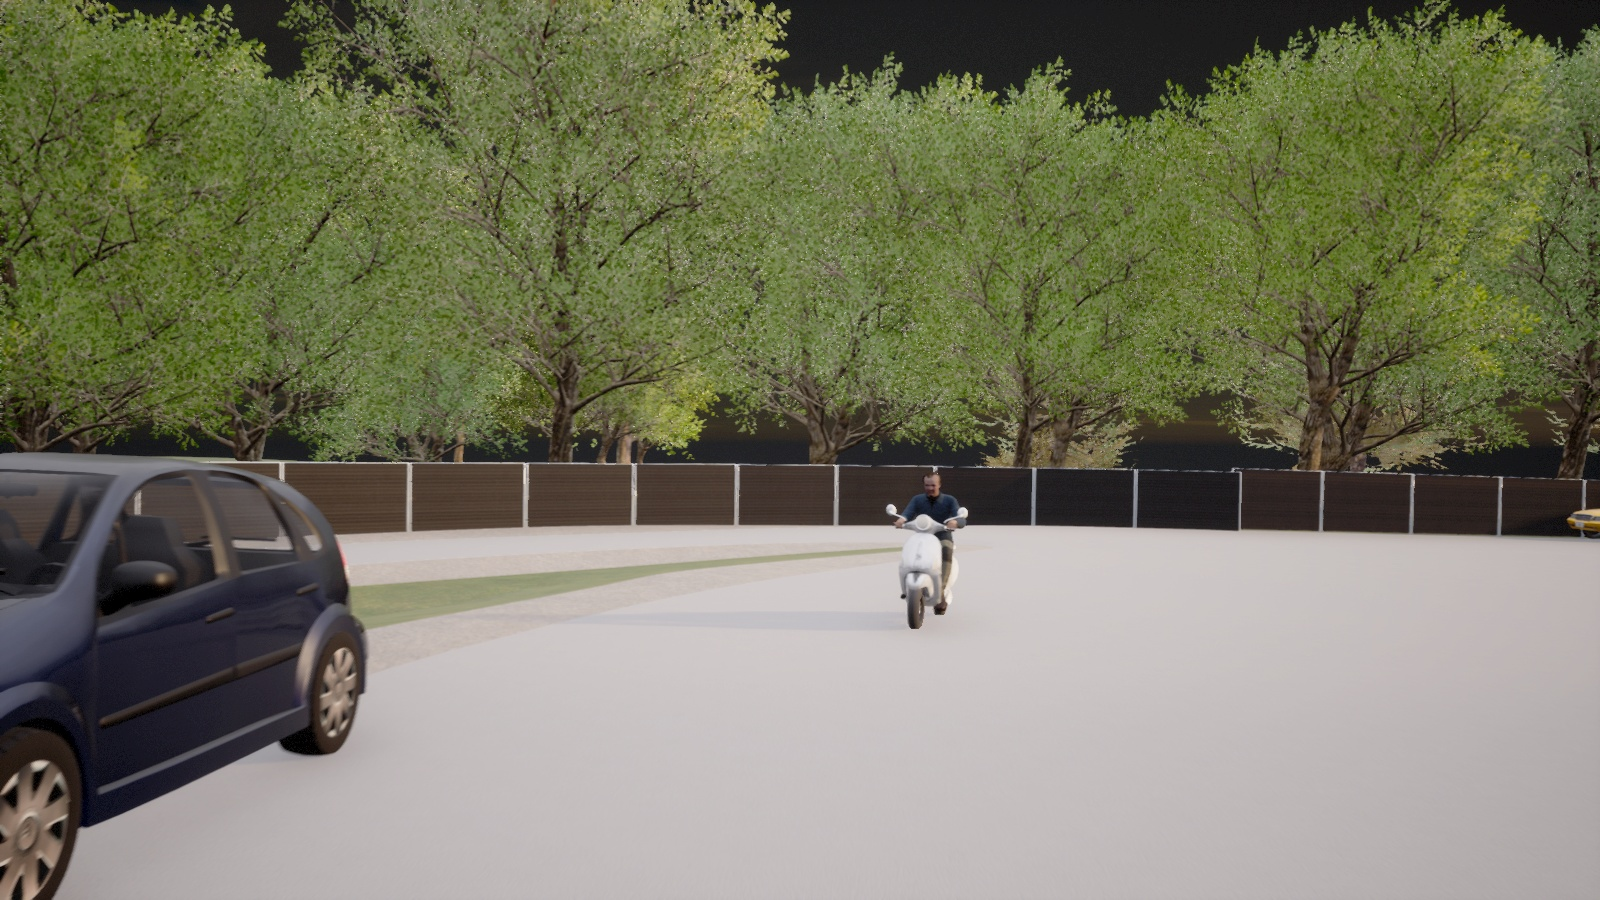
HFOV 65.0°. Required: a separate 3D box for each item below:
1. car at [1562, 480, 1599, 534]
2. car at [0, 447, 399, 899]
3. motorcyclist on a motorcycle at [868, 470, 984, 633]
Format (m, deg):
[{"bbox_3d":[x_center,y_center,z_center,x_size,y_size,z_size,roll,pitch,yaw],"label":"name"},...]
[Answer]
[{"bbox_3d":[27.434,1.908,39.941,5.366,1.575,1.801,2,2,-6],"label":"car"},{"bbox_3d":[-3.413,0.802,5.563,1.851,1.617,3.988,2,-1,1],"label":"car"},{"bbox_3d":[1.377,1.022,13.341,0.866,1.590,1.817,0,-1,17],"label":"motorcyclist on a motorcycle"}]
